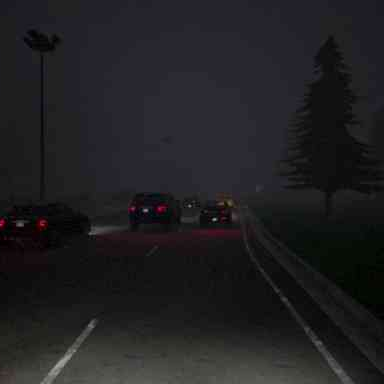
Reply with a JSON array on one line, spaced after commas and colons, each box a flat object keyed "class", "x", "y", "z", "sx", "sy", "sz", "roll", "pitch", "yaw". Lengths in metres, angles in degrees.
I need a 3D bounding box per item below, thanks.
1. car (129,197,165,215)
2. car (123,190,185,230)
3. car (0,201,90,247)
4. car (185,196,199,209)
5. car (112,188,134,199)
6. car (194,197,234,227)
[{"class": "car", "x": -4.124, "y": 1.279, "z": 31.522, "sx": 2.033, "sy": 1.411, "sz": 5.357, "roll": 0, "pitch": 0, "yaw": 8}, {"class": "car", "x": -2.062, "y": 1.048, "z": 20.105, "sx": 2.150, "sy": 2.045, "sz": 5.566, "roll": 0, "pitch": 0, "yaw": 8}, {"class": "car", "x": -6.178, "y": 1.229, "z": 14.496, "sx": 2.097, "sy": 1.767, "sz": 4.553, "roll": 0, "pitch": 1, "yaw": 5}, {"class": "car", "x": 0.095, "y": 1.191, "z": 36.678, "sx": 1.837, "sy": 1.490, "sz": 4.892, "roll": 0, "pitch": 0, "yaw": 8}, {"class": "car", "x": -9.926, "y": 0.460, "z": 49.310, "sx": 2.150, "sy": 2.045, "sz": 5.566, "roll": 0, "pitch": 0, "yaw": 8}, {"class": "car", "x": 1.587, "y": 1.310, "z": 21.046, "sx": 2.128, "sy": 1.511, "sz": 4.902, "roll": 0, "pitch": 0, "yaw": 7}]
